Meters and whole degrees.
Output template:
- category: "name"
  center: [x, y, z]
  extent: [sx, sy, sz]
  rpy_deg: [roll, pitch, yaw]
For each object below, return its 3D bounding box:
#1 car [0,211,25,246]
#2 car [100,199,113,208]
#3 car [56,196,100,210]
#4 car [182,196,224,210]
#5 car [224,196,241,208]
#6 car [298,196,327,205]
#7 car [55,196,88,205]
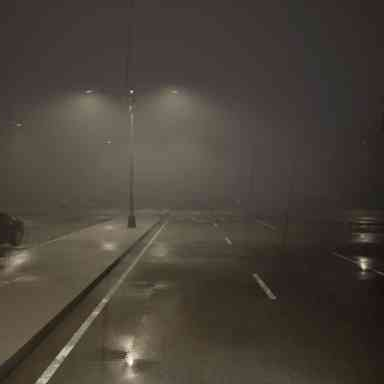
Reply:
- category: "car"
  center: [-8.177, 1.501, 12.543]
  extent: [1.837, 1.490, 4.892]
  rpy_deg: [0, 0, 0]
- category: "car"
  center: [-13.110, 1.564, 46.358]
  extent: [4.181, 1.385, 1.994]
  rpy_deg: [0, 0, 0]
- category: "car"
  center: [-14.762, 1.525, 42.866]
  extent: [4.674, 1.442, 1.812]
  rpy_deg: [0, 0, 0]
- category: "car"
  center: [1.159, 1.477, 42.900]
  extent: [5.008, 1.535, 1.882]
  rpy_deg: [0, 0, 0]
- category: "car"
  center: [4.520, 1.352, 46.410]
  extent: [4.553, 1.767, 2.097]
  rpy_deg: [0, 0, 0]
- category: "car"
  center: [20.761, 1.501, 57.325]
  extent: [4.892, 1.490, 1.837]
  rpy_deg: [-1, 0, -3]
- category: "car"
  center: [-20.665, 1.490, 57.035]
  extent: [4.902, 1.511, 2.128]
  rpy_deg: [0, 0, 0]
